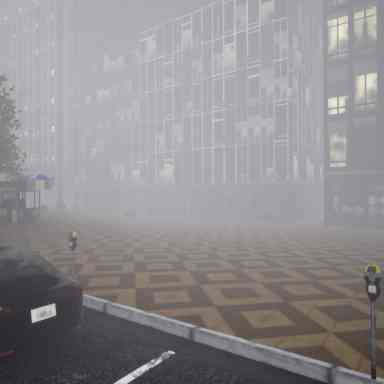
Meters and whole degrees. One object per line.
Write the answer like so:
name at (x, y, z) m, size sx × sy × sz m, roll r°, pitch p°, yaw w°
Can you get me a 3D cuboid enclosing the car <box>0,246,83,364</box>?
car at (-3.568, 1.566, 5.417) m, size 4.313 × 1.339 × 1.947 m, roll 0°, pitch 0°, yaw 35°
